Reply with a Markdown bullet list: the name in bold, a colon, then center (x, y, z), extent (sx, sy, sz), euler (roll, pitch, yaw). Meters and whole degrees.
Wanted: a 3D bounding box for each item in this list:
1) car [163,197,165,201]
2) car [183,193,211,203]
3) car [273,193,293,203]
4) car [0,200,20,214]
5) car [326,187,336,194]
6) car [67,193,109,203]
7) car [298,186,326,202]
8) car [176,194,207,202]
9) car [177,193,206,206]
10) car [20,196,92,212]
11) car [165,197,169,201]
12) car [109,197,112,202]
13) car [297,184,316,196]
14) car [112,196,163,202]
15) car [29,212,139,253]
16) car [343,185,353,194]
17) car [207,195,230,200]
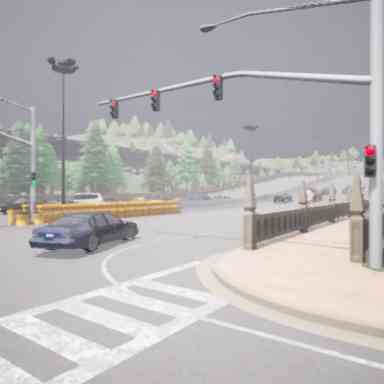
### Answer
- **car**: center (-5.932, 1.238, 41.603), extent (2.097, 1.767, 4.553), euler (0, 0, 35)
- **car**: center (0.867, 1.004, 57.066), extent (2.033, 1.411, 5.357), euler (0, 3, 36)
- **car**: center (14.020, 0.843, 51.167), extent (1.837, 1.490, 4.892), euler (0, 4, 36)
- **car**: center (-16.364, 1.349, 33.085), extent (1.882, 1.535, 5.008), euler (0, 0, 36)
- **car**: center (24.477, -0.295, 59.813), extent (1.994, 1.385, 4.181), euler (0, 7, 35)
- **car**: center (-11.591, 1.107, 33.721), extent (2.150, 2.045, 5.566), euler (0, 0, 36)
- **car**: center (18.317, 0.389, 51.165), extent (2.150, 2.045, 5.566), euler (0, 4, 36)
- **car**: center (-0.447, 1.234, 43.254), extent (2.097, 1.767, 4.553), euler (0, 1, 36)
- **car**: center (-0.035, 1.104, 49.846), extent (2.097, 1.767, 4.553), euler (0, 2, 36)
- **car**: center (-11.336, 1.391, 28.087), extent (2.128, 1.511, 4.902), euler (0, 0, 36)
- **car**: center (-5.343, 1.329, 48.443), extent (2.128, 1.511, 4.902), euler (0, 1, 36)
- **car**: center (-10.821, 1.377, 40.791), extent (1.837, 1.490, 4.892), euler (0, 0, 36)
- **car**: center (20.991, -0.398, 60.951), extent (2.097, 1.767, 4.553), euler (0, 7, 35)
- **car**: center (-5.788, 1.378, 35.802), extent (1.882, 1.535, 5.008), euler (0, 0, 36)
- **car**: center (-4.060, 1.504, 13.563), extent (2.033, 1.411, 5.357), euler (0, 0, 16)
- **car**: center (28.131, -0.457, 58.911), extent (2.033, 1.411, 5.357), euler (0, 7, 35)
- **car**: center (3.924, 1.191, 49.357), extent (2.128, 1.511, 4.902), euler (0, 2, 36)
